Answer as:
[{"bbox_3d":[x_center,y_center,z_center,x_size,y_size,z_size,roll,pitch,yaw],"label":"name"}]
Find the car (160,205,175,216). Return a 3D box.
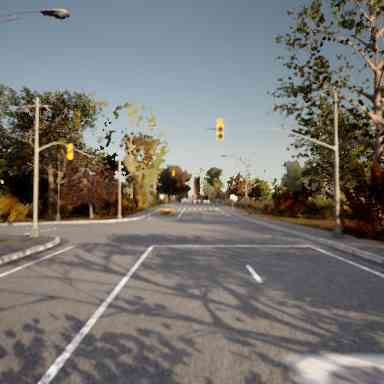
[{"bbox_3d":[-3.488,2.574,47.644,1.882,1.535,5.008,0,-1,0],"label":"car"}]
